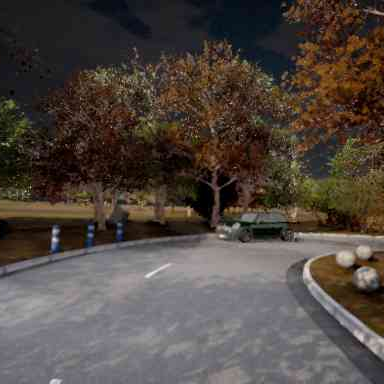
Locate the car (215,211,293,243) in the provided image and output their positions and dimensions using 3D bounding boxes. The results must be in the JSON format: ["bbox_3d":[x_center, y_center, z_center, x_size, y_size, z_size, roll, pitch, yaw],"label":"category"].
[{"bbox_3d":[3.545,1.891,19.054,4.553,1.767,2.097,3,-2,-29],"label":"car"}]
